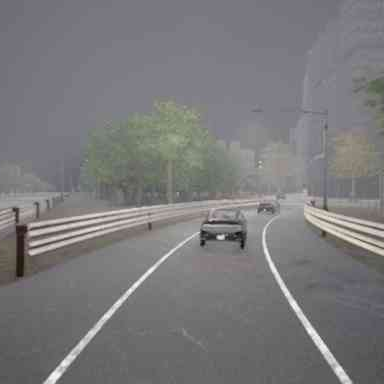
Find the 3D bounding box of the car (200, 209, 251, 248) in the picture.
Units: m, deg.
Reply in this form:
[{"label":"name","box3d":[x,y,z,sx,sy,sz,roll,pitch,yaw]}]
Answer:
[{"label":"car","box3d":[1.544,1.497,14.921,2.128,1.511,4.902,0,0,11]}]

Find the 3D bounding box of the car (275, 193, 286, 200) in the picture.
[{"label":"car","box3d":[24.010,1.205,90.647,2.150,2.045,5.566,0,0,5]}]

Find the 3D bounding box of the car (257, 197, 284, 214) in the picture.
[{"label":"car","box3d":[8.308,1.574,35.726,1.837,1.490,4.892,0,0,24]}]
